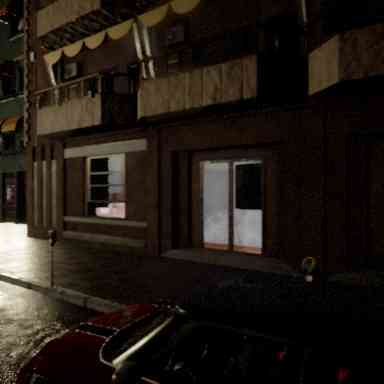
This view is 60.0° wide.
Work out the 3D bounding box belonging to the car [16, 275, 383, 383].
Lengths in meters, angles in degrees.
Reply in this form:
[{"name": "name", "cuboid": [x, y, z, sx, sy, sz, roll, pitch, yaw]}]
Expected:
[{"name": "car", "cuboid": [0.392, 1.435, 2.594, 4.097, 1.590, 1.967, 0, 0, 35]}]
